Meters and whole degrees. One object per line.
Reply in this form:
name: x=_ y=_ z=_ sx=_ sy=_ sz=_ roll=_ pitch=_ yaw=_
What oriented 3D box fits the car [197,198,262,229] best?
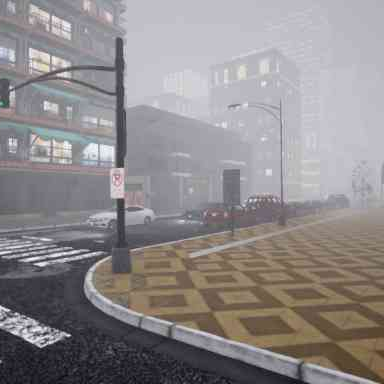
car: x=2.449 y=1.352 z=20.758 sx=1.967 sy=1.590 sz=4.097 roll=-1 pitch=0 yaw=36

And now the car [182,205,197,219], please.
car: x=1.405 y=1.516 z=28.480 sx=2.033 sy=1.411 sz=5.357 roll=-1 pitch=0 yaw=36

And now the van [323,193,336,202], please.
van: x=29.210 y=1.229 z=70.498 sx=1.690 sy=1.788 sz=3.998 roll=-1 pitch=0 yaw=36

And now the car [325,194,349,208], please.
car: x=19.004 y=1.167 z=43.296 sx=2.192 sy=1.841 sz=5.009 roll=-1 pitch=0 yaw=36

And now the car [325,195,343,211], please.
car: x=15.695 y=1.415 z=38.787 sx=2.008 sy=1.369 sz=4.403 roll=-1 pitch=0 yaw=36

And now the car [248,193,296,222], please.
car: x=5.759 y=1.215 z=25.266 sx=2.192 sy=1.841 sz=5.009 roll=-1 pitch=0 yaw=36

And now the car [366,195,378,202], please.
car: x=35.562 y=1.333 z=65.833 sx=1.887 sy=1.381 sz=4.507 roll=-1 pitch=0 yaw=36

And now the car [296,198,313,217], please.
car: x=9.072 y=1.470 z=29.772 sx=1.802 sy=1.307 sz=4.206 roll=-1 pitch=0 yaw=36

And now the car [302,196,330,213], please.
car: x=12.383 y=1.421 z=34.280 sx=1.887 sy=1.381 sz=4.507 roll=-1 pitch=0 yaw=36

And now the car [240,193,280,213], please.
car: x=7.649 y=1.167 z=36.976 sx=2.150 sy=2.045 sz=5.566 roll=-1 pitch=0 yaw=36

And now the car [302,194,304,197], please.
car: x=22.488 y=1.439 z=61.346 sx=1.752 sy=1.417 sz=4.829 roll=-1 pitch=0 yaw=36

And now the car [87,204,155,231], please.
car: x=-4.294 y=1.515 z=20.727 sx=1.812 sy=1.442 sz=4.674 roll=-1 pitch=0 yaw=36
